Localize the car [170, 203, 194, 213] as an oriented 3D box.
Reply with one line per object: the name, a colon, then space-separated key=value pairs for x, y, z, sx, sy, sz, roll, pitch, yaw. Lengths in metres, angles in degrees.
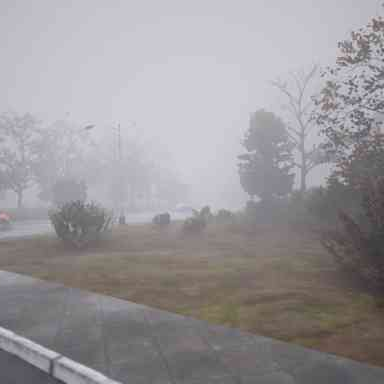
car: x=-1.390 y=2.456 z=50.474 sx=1.812 sy=1.442 sz=4.674 roll=-3 pitch=-2 yaw=32

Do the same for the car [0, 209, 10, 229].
car: x=-16.936 y=2.164 z=26.087 sx=2.097 sy=1.767 sz=4.553 roll=-3 pitch=-2 yaw=33

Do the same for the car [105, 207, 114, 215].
car: x=-10.632 y=2.326 z=35.800 sx=2.128 sy=1.511 sz=4.902 roll=-3 pitch=-2 yaw=32
